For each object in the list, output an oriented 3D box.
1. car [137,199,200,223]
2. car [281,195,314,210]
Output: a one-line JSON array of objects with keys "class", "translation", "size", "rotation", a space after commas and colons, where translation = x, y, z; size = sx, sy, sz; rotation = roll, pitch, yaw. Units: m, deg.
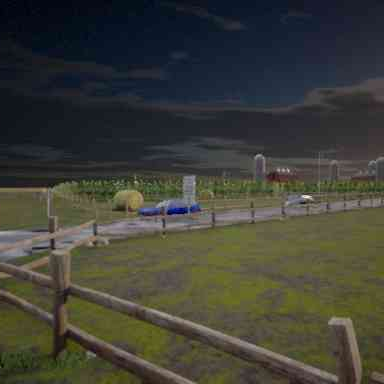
[{"class": "car", "translation": [-1.573, 1.254, 23.545], "size": [5.008, 1.535, 1.882], "rotation": [-1, 1, -44]}, {"class": "car", "translation": [11.505, 1.053, 36.201], "size": [4.902, 1.511, 2.128], "rotation": [-1, 1, -44]}]
